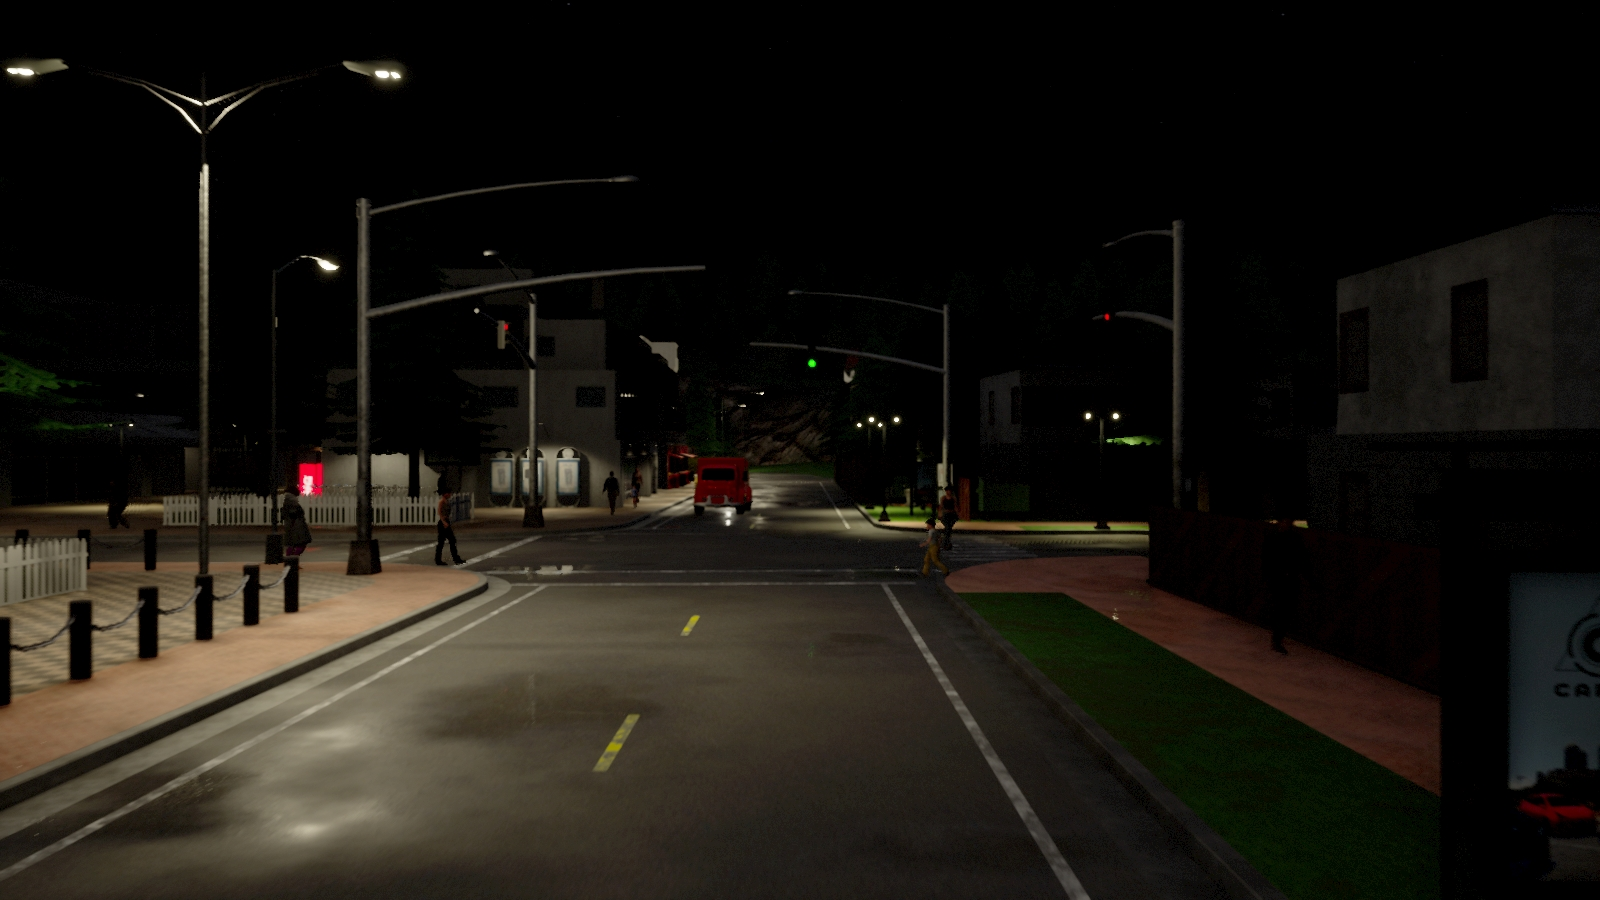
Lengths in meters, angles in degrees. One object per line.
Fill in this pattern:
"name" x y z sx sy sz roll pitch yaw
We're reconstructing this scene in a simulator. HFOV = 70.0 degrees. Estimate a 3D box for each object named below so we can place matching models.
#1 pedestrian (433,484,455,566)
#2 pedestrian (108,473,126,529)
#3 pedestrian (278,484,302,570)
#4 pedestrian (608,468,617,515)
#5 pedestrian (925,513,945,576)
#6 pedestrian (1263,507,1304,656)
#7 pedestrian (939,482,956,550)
"pedestrian" -8.154 1.706 26.149 0.375 1.860 0.375 0 0 3
"pedestrian" -22.772 1.692 38.078 0.375 1.860 0.375 0 0 3
"pedestrian" -11.214 1.691 25.129 0.375 1.860 0.375 0 0 44
"pedestrian" -7.588 1.677 46.196 0.375 1.860 0.375 0 0 -9
"pedestrian" 2.842 1.987 24.077 0.375 1.300 0.375 0 0 12
"pedestrian" 6.199 1.677 14.666 0.375 1.860 0.375 0 0 1
"pedestrian" 4.077 1.819 31.591 0.375 1.860 0.375 0 0 -6
